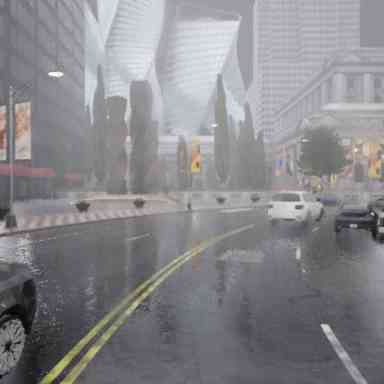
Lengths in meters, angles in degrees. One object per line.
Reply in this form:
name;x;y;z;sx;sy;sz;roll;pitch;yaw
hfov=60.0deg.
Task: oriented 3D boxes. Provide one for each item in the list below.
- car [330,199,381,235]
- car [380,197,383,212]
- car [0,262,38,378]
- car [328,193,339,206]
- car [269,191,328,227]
car;8.760;1.290;17.558;1.837;1.490;4.892;0;0;30
car;20.274;1.089;32.907;4.902;1.511;2.128;0;1;-29
car;-3.201;1.458;2.665;2.128;1.511;4.902;0;1;5
car;14.621;0.892;37.817;4.553;1.767;2.097;0;1;-30
car;6.587;0.969;20.733;2.150;2.045;5.566;0;1;33
